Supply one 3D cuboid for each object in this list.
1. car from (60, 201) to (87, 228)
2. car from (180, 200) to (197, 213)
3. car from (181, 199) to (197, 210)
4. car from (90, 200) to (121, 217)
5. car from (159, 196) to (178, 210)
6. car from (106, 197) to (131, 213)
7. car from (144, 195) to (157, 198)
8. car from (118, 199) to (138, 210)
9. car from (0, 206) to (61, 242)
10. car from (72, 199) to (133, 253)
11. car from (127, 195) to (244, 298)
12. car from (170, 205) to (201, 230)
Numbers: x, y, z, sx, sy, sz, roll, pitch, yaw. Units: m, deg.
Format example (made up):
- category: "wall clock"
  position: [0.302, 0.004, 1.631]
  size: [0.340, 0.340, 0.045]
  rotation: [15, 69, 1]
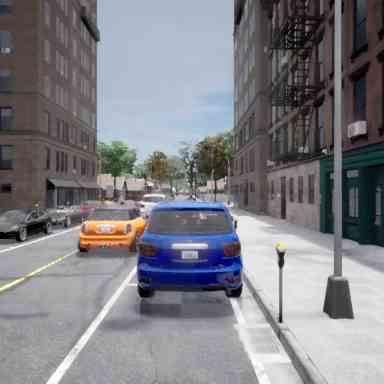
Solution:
- category: "car"
  position: [-8.408, 1.553, 21.869]
  size: [2.008, 1.369, 4.403]
  rotation: [0, 0, 0]
- category: "car"
  position: [-0.383, 1.596, 38.428]
  size: [1.802, 1.307, 4.206]
  rotation: [0, 0, 0]
- category: "car"
  position: [-0.383, 1.584, 43.946]
  size: [1.947, 1.339, 4.313]
  rotation: [0, 0, 0]
- category: "car"
  position: [-8.408, 1.535, 32.737]
  size: [1.752, 1.417, 4.829]
  rotation: [0, 0, 0]
- category: "car"
  position: [-2.934, 1.369, 42.937]
  size: [2.097, 1.767, 4.553]
  rotation: [0, 0, 0]
- category: "car"
  position: [-8.408, 1.454, 38.426]
  size: [1.967, 1.590, 4.097]
  rotation: [0, 0, 0]
- category: "car"
  position: [-2.933, 1.228, 27.629]
  size: [2.150, 2.045, 5.566]
  rotation: [0, 0, 0]
- category: "car"
  position: [-8.408, 1.600, 43.945]
  size: [1.802, 1.307, 4.206]
  rotation: [0, 0, 0]
- category: "car"
  position: [-8.408, 1.567, 16.351]
  size: [1.947, 1.339, 4.313]
  rotation: [0, 0, 0]
- category: "car"
  position: [-3.019, 1.352, 13.753]
  size: [2.097, 1.767, 4.553]
  rotation: [0, 0, 0]
- category: "car"
  position: [-0.039, 1.228, 8.680]
  size: [2.150, 2.045, 5.566]
  rotation: [0, 0, 0]
- category: "car"
  position: [-0.383, 1.584, 21.873]
  size: [1.802, 1.307, 4.206]
  rotation: [0, 0, 0]
